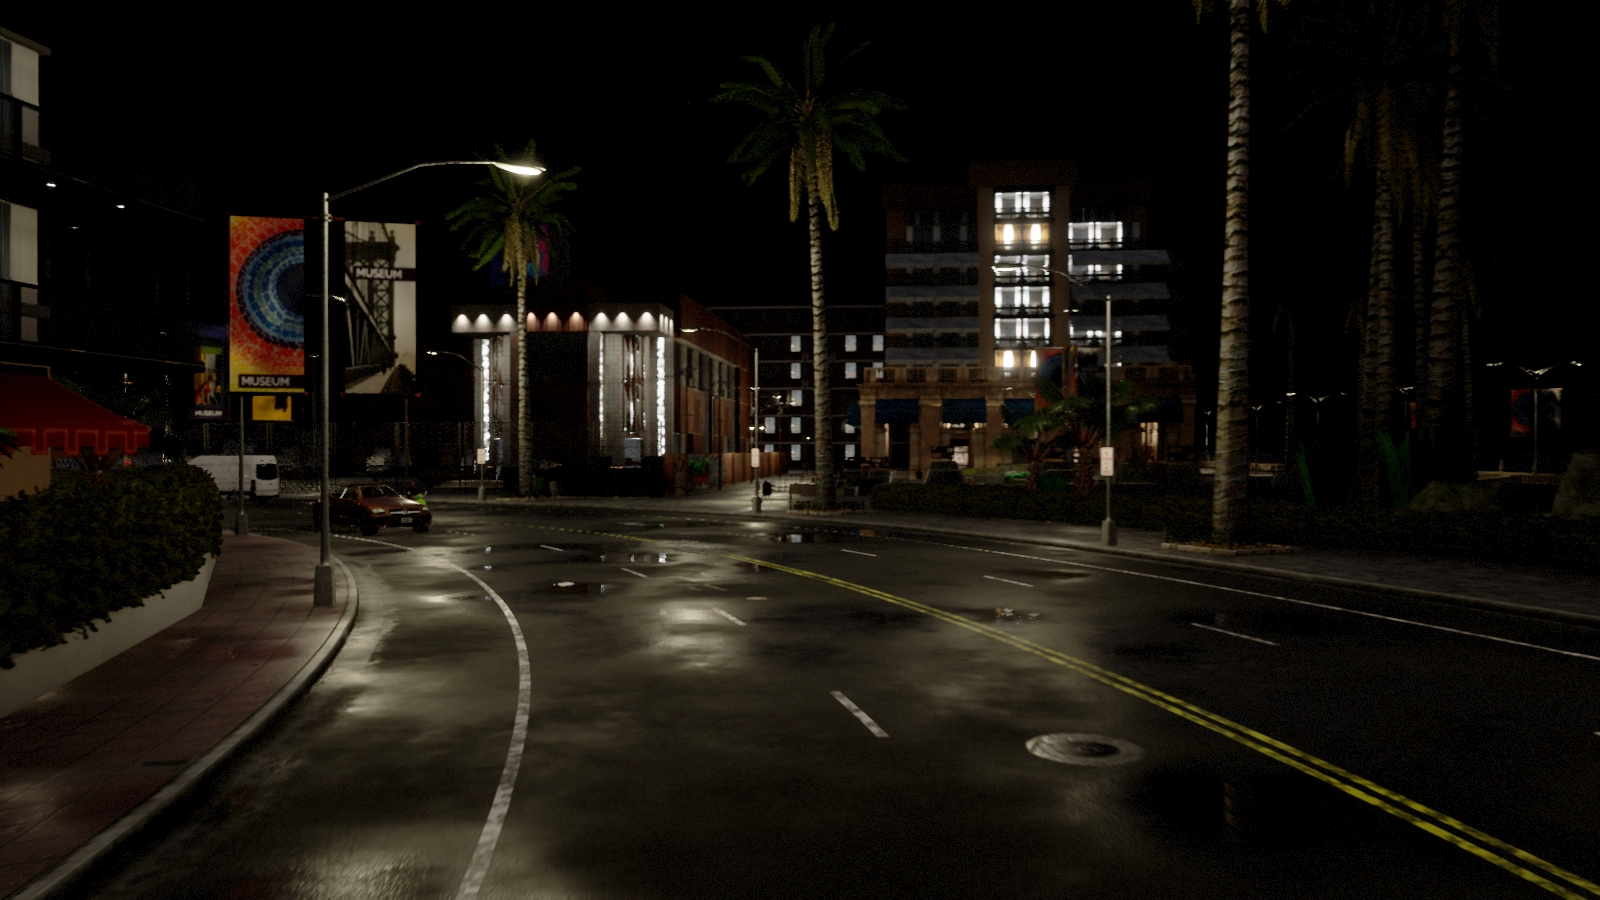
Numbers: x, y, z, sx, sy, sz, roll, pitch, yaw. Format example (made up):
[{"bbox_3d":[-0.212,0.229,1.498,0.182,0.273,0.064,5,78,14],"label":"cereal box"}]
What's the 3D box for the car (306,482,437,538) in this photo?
[{"bbox_3d":[-14.661,1.997,38.942,5.027,1.651,2.152,0,0,43],"label":"car"}]
